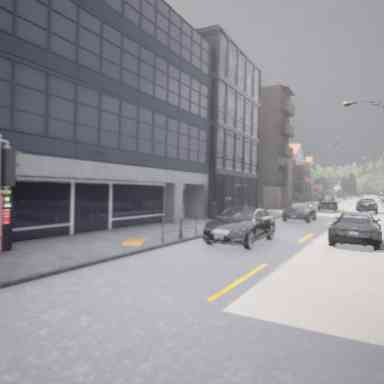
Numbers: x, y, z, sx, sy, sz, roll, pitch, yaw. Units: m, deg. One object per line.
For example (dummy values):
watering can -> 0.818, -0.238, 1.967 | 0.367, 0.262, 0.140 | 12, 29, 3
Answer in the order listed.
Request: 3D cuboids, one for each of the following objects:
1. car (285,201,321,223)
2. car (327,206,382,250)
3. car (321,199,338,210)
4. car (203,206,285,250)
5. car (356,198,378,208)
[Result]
car -> 8.155, 1.451, 25.036 | 1.812, 1.442, 4.674 | 2, 1, 29
car -> 7.283, 1.586, 14.772 | 1.994, 1.385, 4.181 | 2, 1, 29
car -> 16.047, 1.538, 39.238 | 1.994, 1.385, 4.181 | 2, 1, 29
car -> 2.163, 1.382, 14.173 | 2.128, 1.511, 4.902 | 2, 1, 29
car -> 19.701, 1.445, 37.385 | 2.097, 1.767, 4.553 | 2, 1, 29
